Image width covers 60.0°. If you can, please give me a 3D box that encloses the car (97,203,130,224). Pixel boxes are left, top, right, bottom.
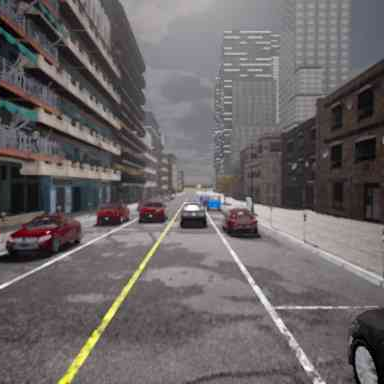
[{"bbox_3d":[-5.711,1.531,24.548,1.887,1.381,4.507,-1,0,0],"label":"car"}]

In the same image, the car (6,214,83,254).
[{"bbox_3d":[-5.708,1.576,13.388,1.802,1.307,4.206,-1,0,0],"label":"car"}]

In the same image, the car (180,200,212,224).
[{"bbox_3d":[0.092,1.533,24.333,2.033,1.411,5.357,0,0,0],"label":"car"}]

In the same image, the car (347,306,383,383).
[{"bbox_3d":[2.680,1.550,2.275,2.008,1.369,4.403,-1,0,0],"label":"car"}]

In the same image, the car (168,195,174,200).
[{"bbox_3d":[-5.727,1.481,74.772,2.008,1.369,4.403,-1,0,0],"label":"car"}]

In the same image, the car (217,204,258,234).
[{"bbox_3d":[2.671,1.572,19.015,1.802,1.307,4.206,-1,0,0],"label":"car"}]

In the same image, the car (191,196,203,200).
[{"bbox_3d":[0.087,1.572,41.517,1.895,1.301,4.718,0,0,0],"label":"car"}]

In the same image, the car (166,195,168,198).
[{"bbox_3d":[-5.724,1.394,58.031,1.967,1.590,4.097,-1,0,0],"label":"car"}]

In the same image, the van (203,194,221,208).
[{"bbox_3d":[2.660,1.313,41.335,1.690,1.788,3.998,-1,0,0],"label":"van"}]

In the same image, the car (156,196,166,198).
[{"bbox_3d":[-5.721,1.512,52.451,2.008,1.369,4.403,-1,0,0],"label":"car"}]

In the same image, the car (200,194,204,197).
[{"bbox_3d":[2.660,1.506,52.496,1.887,1.381,4.507,-1,0,0],"label":"car"}]

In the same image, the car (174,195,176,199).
[{"bbox_3d":[-5.731,1.456,85.933,1.887,1.381,4.507,-1,0,0],"label":"car"}]

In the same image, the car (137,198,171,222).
[{"bbox_3d":[-3.009,1.472,26.694,1.882,1.535,5.008,0,0,0],"label":"car"}]

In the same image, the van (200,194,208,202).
[{"bbox_3d":[2.649,1.272,74.816,1.690,1.788,3.998,-1,0,0],"label":"van"}]

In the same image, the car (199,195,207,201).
[{"bbox_3d":[2.651,1.487,80.397,1.947,1.339,4.313,-1,0,0],"label":"car"}]
